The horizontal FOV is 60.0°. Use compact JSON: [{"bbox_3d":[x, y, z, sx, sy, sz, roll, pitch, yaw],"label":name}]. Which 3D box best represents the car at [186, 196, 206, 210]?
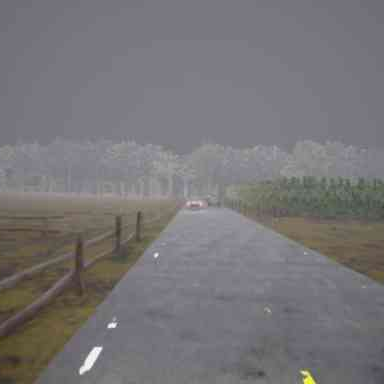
[{"bbox_3d":[0.327,1.360,41.915,2.097,1.767,4.553,0,0,1],"label":"car"}]

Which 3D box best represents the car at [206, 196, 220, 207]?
[{"bbox_3d":[3.360,1.521,51.941,2.128,1.511,4.902,0,0,1],"label":"car"}]

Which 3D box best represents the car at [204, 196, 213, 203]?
[{"bbox_3d":[3.456,1.536,71.035,1.837,1.490,4.892,0,0,1],"label":"car"}]
